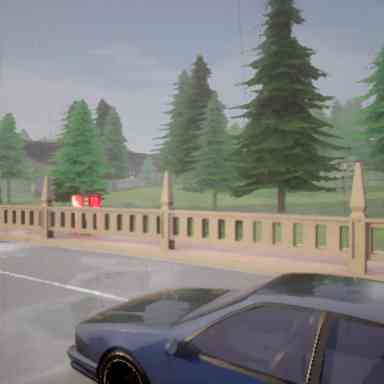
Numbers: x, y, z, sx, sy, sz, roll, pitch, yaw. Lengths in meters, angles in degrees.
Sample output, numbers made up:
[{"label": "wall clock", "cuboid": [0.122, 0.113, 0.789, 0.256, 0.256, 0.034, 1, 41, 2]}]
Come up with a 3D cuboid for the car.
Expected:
[{"label": "car", "cuboid": [1.190, 1.533, 3.021, 5.357, 1.411, 2.033, 0, 0, 35]}]

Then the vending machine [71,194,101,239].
[{"label": "vending machine", "cuboid": [-5.145, 1.136, 16.172, 0.880, 2.100, 1.100, 0, 0, 28]}]
